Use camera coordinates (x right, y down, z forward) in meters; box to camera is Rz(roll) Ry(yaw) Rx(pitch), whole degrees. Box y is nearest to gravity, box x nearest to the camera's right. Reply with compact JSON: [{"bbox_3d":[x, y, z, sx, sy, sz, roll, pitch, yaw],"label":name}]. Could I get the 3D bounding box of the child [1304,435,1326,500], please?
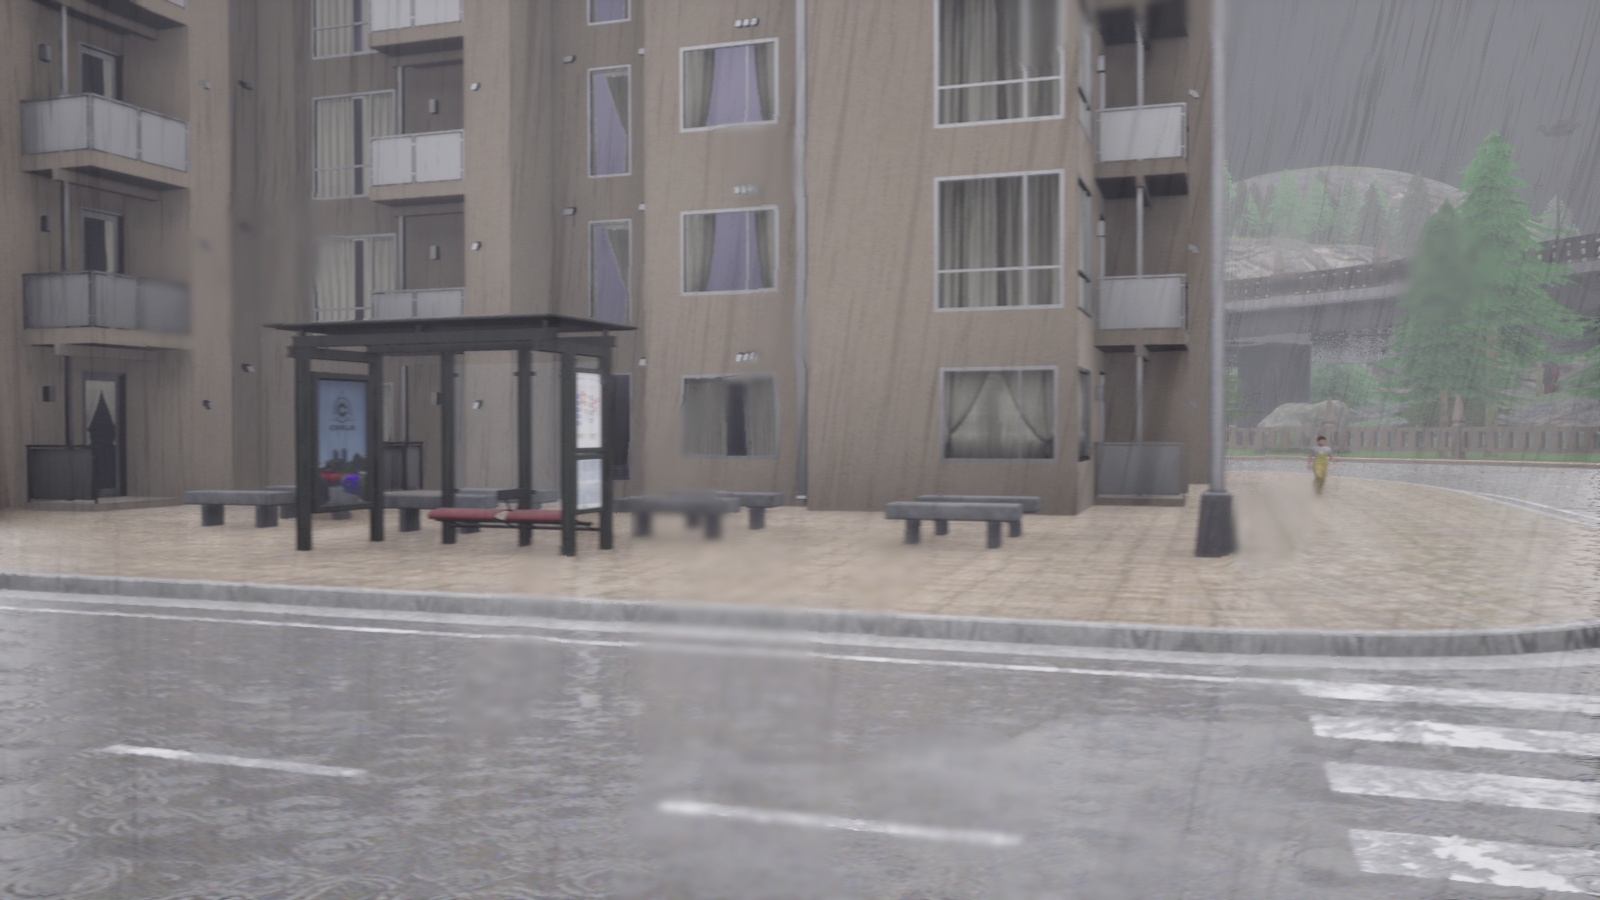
[{"bbox_3d":[10.169,0.346,24.802,0.270,1.263,0.437,0,1,4],"label":"child"}]
